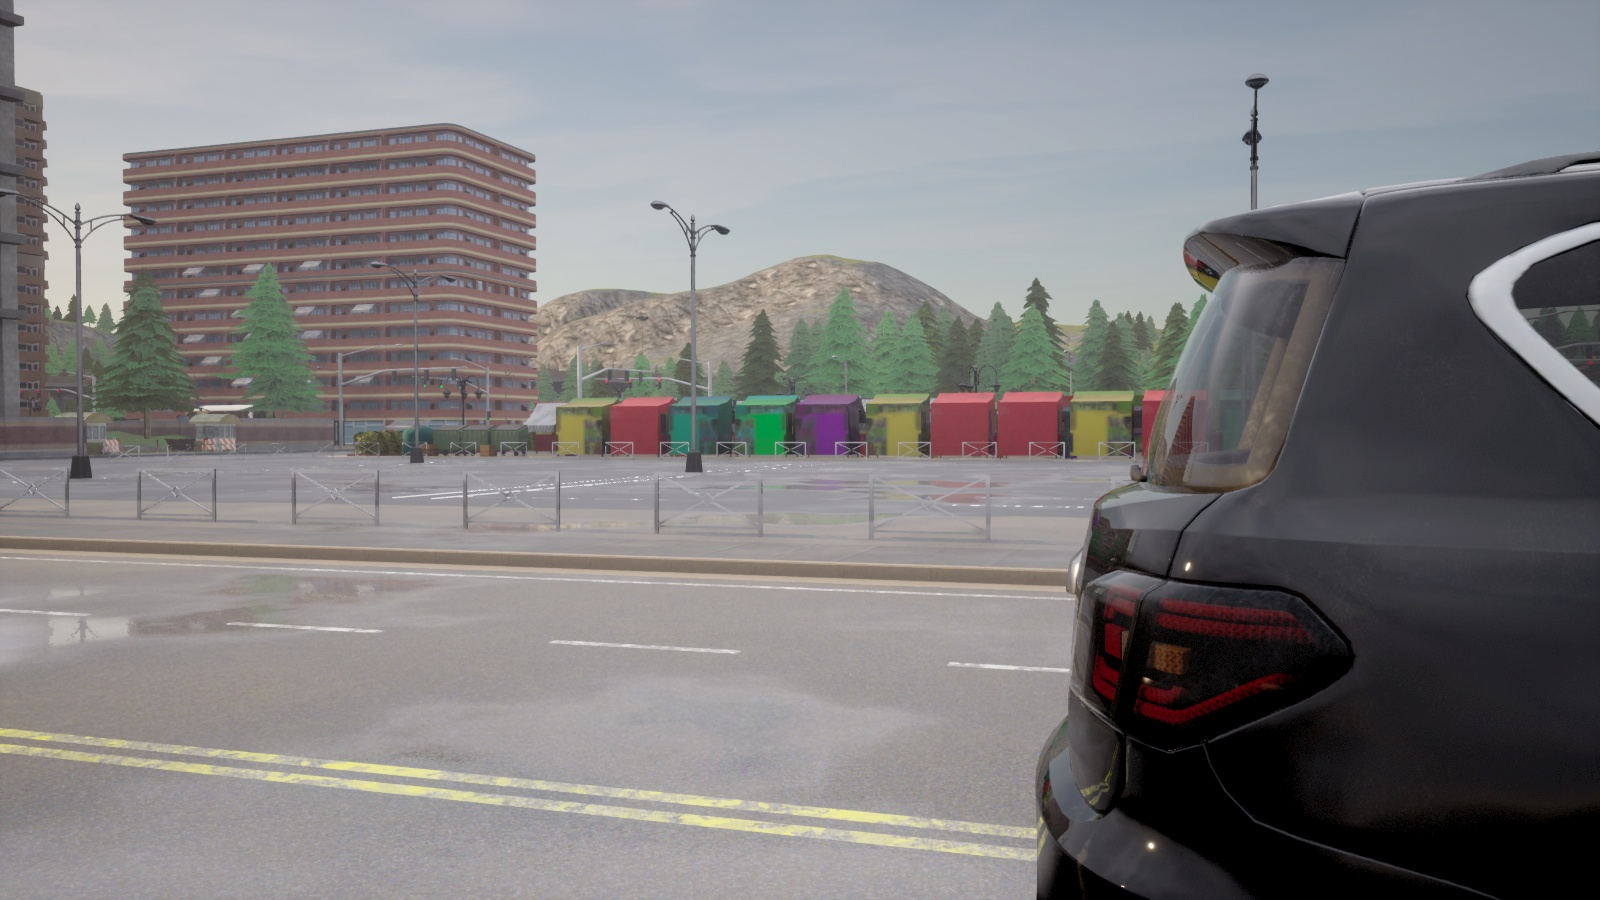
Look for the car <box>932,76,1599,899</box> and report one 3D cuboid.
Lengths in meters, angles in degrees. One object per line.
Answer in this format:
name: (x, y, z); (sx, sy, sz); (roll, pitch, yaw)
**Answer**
car: (3.190, 0.524, 2.115); (5.566, 2.045, 2.150); (1, 1, 19)
